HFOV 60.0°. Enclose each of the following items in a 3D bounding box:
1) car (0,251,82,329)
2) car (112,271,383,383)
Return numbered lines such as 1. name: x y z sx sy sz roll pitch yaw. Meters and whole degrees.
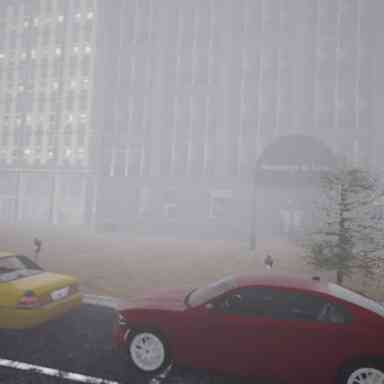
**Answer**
1. car: -4.565 1.706 6.532 4.829 1.417 1.752 2 -3 16
2. car: 1.022 1.877 4.938 4.507 1.381 1.887 2 -3 16
